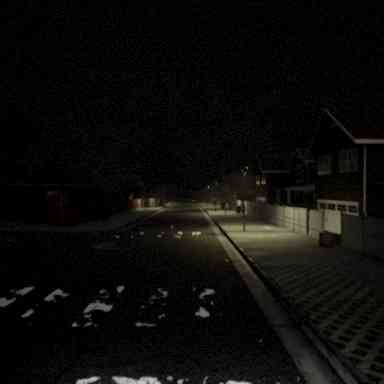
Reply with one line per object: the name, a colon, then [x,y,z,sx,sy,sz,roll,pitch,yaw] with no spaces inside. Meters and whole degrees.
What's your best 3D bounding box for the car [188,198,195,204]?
car: [-0.125,2.511,89.720,2.128,1.511,4.902,0,-1,0]
